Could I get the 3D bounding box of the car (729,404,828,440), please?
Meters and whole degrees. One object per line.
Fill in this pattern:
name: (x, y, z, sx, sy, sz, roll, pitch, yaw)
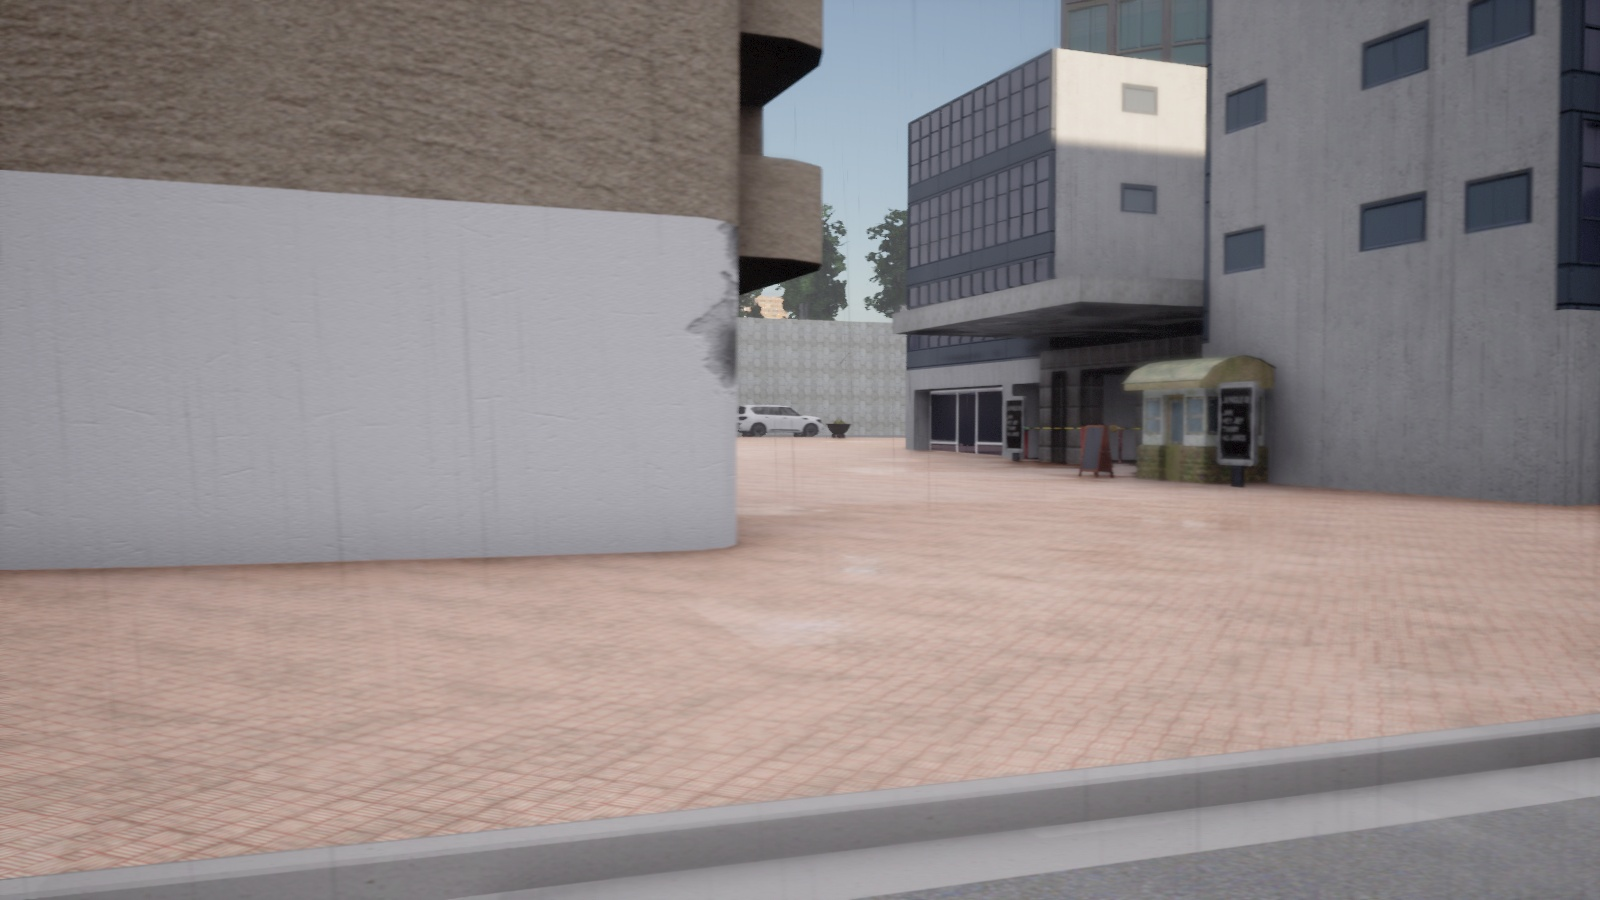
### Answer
car: (-1.319, -1.690, 75.833, 5.566, 2.045, 2.150, -1, 1, -19)
